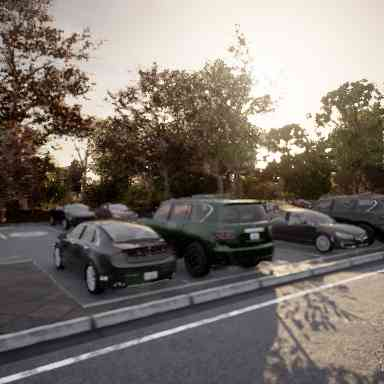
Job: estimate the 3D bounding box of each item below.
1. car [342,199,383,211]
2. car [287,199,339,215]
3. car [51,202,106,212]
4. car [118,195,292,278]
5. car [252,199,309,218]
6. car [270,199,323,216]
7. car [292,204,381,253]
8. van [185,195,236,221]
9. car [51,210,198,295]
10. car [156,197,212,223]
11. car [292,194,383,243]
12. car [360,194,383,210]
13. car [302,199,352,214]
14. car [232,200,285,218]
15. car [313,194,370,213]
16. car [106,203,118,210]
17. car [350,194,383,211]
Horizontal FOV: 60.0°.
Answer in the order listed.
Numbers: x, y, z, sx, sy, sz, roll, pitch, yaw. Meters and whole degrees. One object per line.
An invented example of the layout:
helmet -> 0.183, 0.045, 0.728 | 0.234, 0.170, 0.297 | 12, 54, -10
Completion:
car -> 21.805, 1.595, 42.091 | 2.002, 1.452, 4.674 | 0, 0, -36
car -> 12.862, 1.538, 35.659 | 2.163, 1.488, 4.792 | 0, 0, -36
car -> -7.555, 1.452, 21.120 | 2.097, 1.535, 5.008 | 0, 0, -35
car -> 0.018, 1.201, 10.484 | 2.435, 2.045, 5.566 | 0, 0, -35
car -> 8.421, 1.487, 32.291 | 1.946, 1.575, 5.366 | 0, 0, -36
car -> 10.583, 1.499, 34.058 | 2.097, 1.535, 5.008 | 0, 0, -36
car -> 4.594, 1.451, 13.720 | 2.231, 1.521, 4.892 | 0, 0, -36
van -> 1.447, 1.236, 27.678 | 1.878, 1.987, 4.442 | 0, 0, -36
car -> -2.243, 1.459, 8.831 | 2.231, 1.521, 4.892 | 0, 0, -35
car -> -0.731, 1.331, 25.942 | 2.185, 1.767, 4.553 | 0, 0, -36
car -> 6.865, 1.204, 15.367 | 2.435, 2.045, 5.566 | 0, 0, -36
car -> 26.350, 1.339, 45.311 | 2.435, 2.045, 5.566 | 0, 0, -36
car -> 15.093, 1.547, 37.327 | 2.163, 1.488, 4.792 | 0, 0, -36
car -> 6.049, 1.521, 30.820 | 2.002, 1.452, 4.674 | 0, 0, -36
car -> 17.390, 1.277, 38.901 | 2.435, 2.045, 5.566 | 0, 0, -36
car -> -5.284, 1.491, 22.736 | 2.002, 1.452, 4.674 | 0, 0, -35
car -> 24.186, 1.321, 43.762 | 2.435, 2.045, 5.566 | 0, 0, -36
